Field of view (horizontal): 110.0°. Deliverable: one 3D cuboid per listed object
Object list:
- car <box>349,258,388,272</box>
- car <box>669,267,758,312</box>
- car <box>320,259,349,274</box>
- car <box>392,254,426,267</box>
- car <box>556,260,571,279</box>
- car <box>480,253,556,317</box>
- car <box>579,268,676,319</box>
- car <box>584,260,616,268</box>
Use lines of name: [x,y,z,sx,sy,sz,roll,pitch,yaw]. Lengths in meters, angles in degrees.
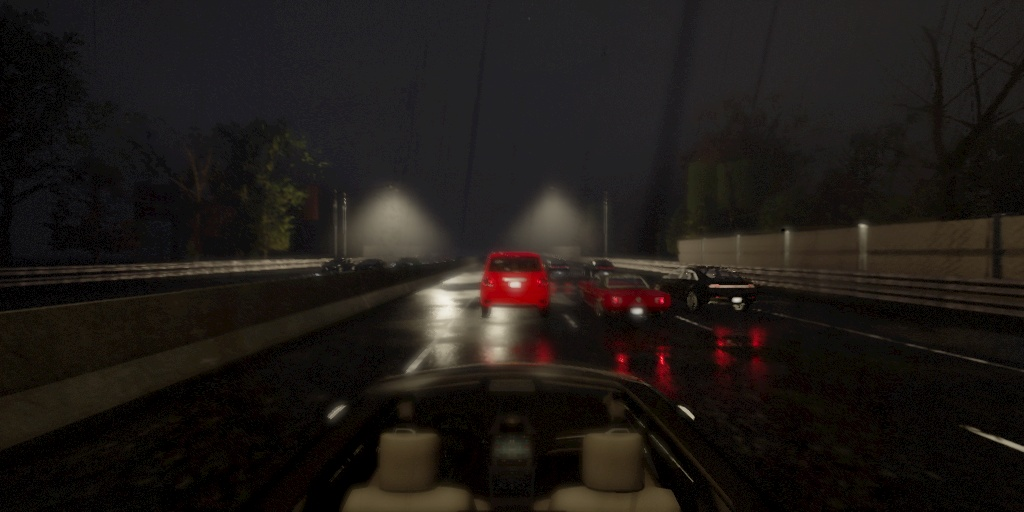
car: [-14.100,1.000,36.136,1.882,1.535,5.008,0,0,0]
car: [7.092,1.162,13.722,2.128,1.511,4.902,0,0,0]
car: [-17.598,1.026,36.568,1.837,1.490,4.892,0,0,0]
car: [-10.600,0.871,36.550,2.097,1.767,4.553,0,0,0]
car: [3.592,1.059,29.211,2.128,1.511,4.902,0,0,0]
car: [0.087,0.899,12.937,2.150,2.045,5.566,0,0,0]
car: [3.591,1.281,12.425,1.895,1.301,4.718,0,0,0]
car: [7.093,1.073,29.260,1.837,1.490,4.892,0,1,0]
